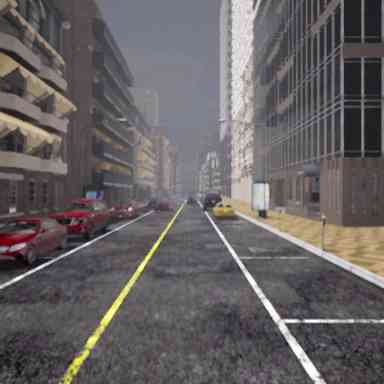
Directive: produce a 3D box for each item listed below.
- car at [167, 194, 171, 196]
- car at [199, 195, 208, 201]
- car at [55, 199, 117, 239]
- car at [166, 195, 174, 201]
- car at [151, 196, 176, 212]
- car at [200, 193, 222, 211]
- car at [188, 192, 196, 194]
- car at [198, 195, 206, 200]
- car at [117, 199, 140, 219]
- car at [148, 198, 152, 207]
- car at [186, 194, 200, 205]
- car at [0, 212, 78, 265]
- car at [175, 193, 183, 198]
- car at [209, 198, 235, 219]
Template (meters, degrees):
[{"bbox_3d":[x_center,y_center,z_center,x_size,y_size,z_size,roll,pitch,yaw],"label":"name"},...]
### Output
[{"bbox_3d":[-5.692,1.373,79.334,1.967,1.590,4.097,0,0,0],"label":"car"},{"bbox_3d":[2.688,1.477,79.334,1.887,1.381,4.507,0,0,0],"label":"car"},{"bbox_3d":[-5.691,1.295,17.200,2.192,1.841,5.009,0,0,0],"label":"car"},{"bbox_3d":[-5.692,1.513,84.983,1.802,1.307,4.206,0,0,0],"label":"car"},{"bbox_3d":[-3.094,1.522,37.630,1.994,1.385,4.181,0,0,0],"label":"car"},{"bbox_3d":[2.394,1.184,39.334,2.150,2.045,5.566,0,0,0],"label":"car"},{"bbox_3d":[-0.001,1.009,76.972,2.150,2.045,5.566,0,0,0],"label":"car"},{"bbox_3d":[2.687,1.480,90.632,2.008,1.369,4.403,0,0,0],"label":"car"},{"bbox_3d":[-5.691,1.408,28.498,1.967,1.590,4.097,0,0,0],"label":"car"},{"bbox_3d":[-5.692,1.513,51.091,1.947,1.339,4.313,0,0,0],"label":"car"},{"bbox_3d":[-0.001,1.468,57.197,1.812,1.442,4.674,0,0,0],"label":"car"},{"bbox_3d":[-5.690,1.568,11.552,1.802,1.307,4.206,0,0,0],"label":"car"},{"bbox_3d":[-3.001,1.072,78.212,1.812,1.442,4.674,0,0,0],"label":"car"},{"bbox_3d":[2.690,1.492,28.668,1.752,1.417,4.829,0,0,0],"label":"car"}]
